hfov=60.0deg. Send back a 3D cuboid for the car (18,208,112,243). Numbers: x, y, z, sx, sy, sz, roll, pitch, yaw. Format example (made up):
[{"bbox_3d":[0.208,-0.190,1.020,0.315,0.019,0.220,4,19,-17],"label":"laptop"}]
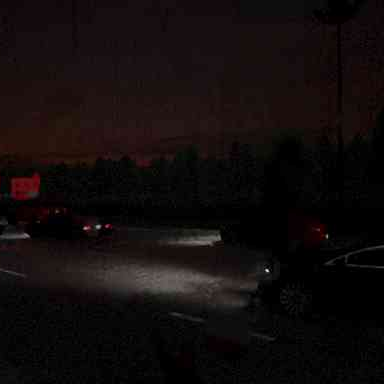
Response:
[{"bbox_3d":[-6.502,1.739,17.219,5.357,1.411,2.033,-1,-1,35],"label":"car"}]

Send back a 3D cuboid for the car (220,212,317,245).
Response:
[{"bbox_3d":[3.434,1.595,14.421,4.674,1.442,1.812,-1,-1,35],"label":"car"}]

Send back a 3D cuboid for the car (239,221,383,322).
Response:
[{"bbox_3d":[3.556,1.496,5.754,4.902,1.511,2.128,-1,-1,35],"label":"car"}]

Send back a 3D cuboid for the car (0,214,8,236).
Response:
[{"bbox_3d":[-11.343,1.836,16.369,4.718,1.301,1.895,-1,-1,35],"label":"car"}]

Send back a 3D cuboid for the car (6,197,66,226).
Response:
[{"bbox_3d":[-11.791,1.527,25.284,5.566,2.045,2.150,-1,-1,35],"label":"car"}]
